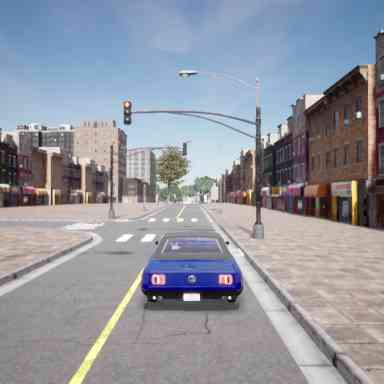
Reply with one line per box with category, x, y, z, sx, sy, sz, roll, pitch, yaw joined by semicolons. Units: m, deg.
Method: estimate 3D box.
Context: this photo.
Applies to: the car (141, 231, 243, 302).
car;0.006;1.610;8.226;1.895;1.301;4.718;0;0;0
